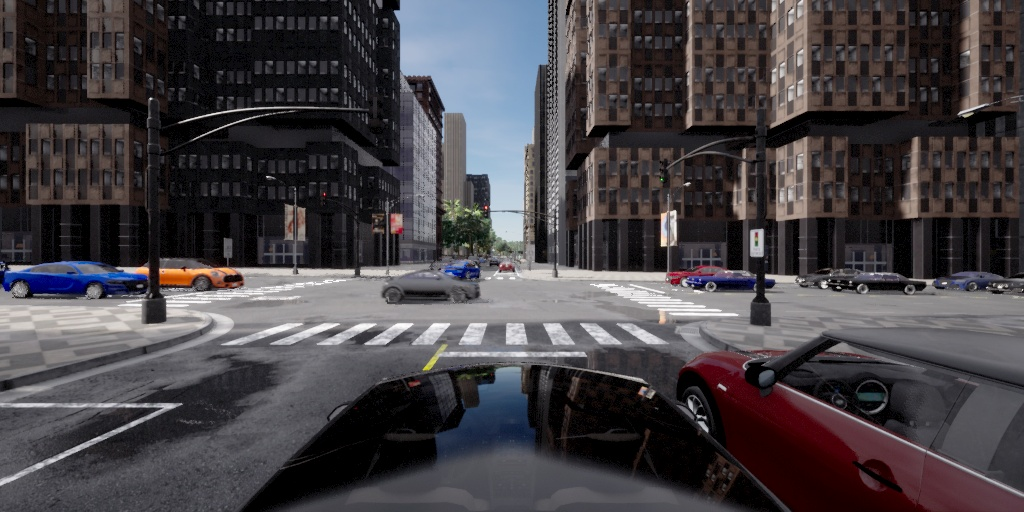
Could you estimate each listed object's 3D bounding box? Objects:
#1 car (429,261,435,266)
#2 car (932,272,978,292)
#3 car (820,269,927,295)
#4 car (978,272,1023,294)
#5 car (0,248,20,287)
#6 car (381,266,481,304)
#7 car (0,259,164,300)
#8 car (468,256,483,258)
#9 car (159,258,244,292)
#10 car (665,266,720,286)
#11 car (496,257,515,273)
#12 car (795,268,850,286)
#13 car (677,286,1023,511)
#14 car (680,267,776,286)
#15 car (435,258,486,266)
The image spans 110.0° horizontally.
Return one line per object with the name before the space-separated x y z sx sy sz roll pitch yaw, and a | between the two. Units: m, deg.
car | -9.131 1.323 43.694 1.948 1.339 4.313 0 0 0
car | 33.112 1.812 25.810 4.181 1.385 1.994 1 0 -1
car | 22.692 1.701 22.502 4.718 1.301 1.895 1 0 0
car | 33.100 1.756 22.554 4.892 1.490 1.837 1 0 0
car | -29.971 0.579 18.741 5.566 2.045 2.150 1 0 0
car | -3.485 1.296 15.646 4.181 1.385 1.994 0 0 0
car | -18.602 0.997 15.536 5.008 1.535 1.882 1 0 0
car | -6.557 1.014 59.254 2.150 2.045 5.566 0 0 0
car | -16.801 0.893 18.820 4.553 1.767 2.097 1 0 0
car | 13.644 1.443 25.704 5.008 1.535 1.882 1 0 0
car | -0.606 1.197 43.747 1.967 1.591 4.097 0 0 0
car | 23.135 1.607 25.752 4.892 1.490 1.837 1 0 0
car | 2.764 1.190 2.356 1.967 1.591 4.097 0 0 0
car | 13.526 1.568 22.447 4.718 1.301 1.895 1 0 0
car | -4.036 1.193 29.111 1.882 1.535 5.008 1 0 14
